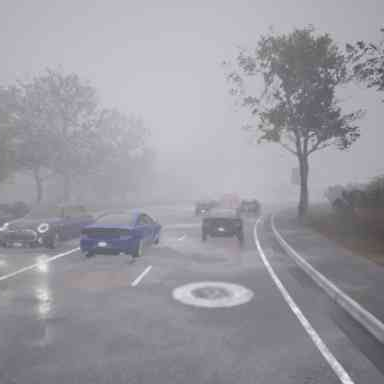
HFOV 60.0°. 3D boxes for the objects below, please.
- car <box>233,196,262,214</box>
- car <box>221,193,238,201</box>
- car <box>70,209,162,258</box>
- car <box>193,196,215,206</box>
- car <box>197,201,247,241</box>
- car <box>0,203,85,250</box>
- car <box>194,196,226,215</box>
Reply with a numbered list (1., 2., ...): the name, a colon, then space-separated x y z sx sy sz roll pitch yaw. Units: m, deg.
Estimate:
1. car: 6.062 1.467 34.442 2.128 1.511 4.902 0 0 18
2. car: 5.715 1.155 52.686 2.150 2.045 5.566 0 0 26
3. car: -2.466 1.449 12.675 1.882 1.535 5.008 0 0 7
4. car: 1.958 1.414 52.881 1.837 1.490 4.892 0 0 25
5. car: 1.662 1.460 16.800 1.882 1.535 5.008 0 0 9
6. car: -5.974 1.306 14.205 2.097 1.767 4.553 0 0 8
7. car: 1.677 1.460 32.203 1.837 1.490 4.892 0 0 17
